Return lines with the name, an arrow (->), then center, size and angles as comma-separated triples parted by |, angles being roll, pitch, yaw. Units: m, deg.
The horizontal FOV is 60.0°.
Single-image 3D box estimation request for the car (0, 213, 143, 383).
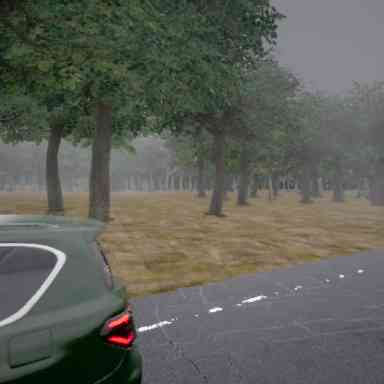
car -> -3.004, 1.222, 1.850 | 5.566, 2.045, 2.150 | 0, 0, -35
